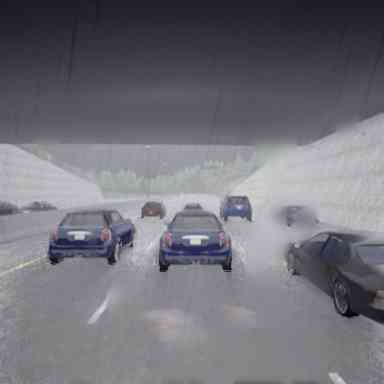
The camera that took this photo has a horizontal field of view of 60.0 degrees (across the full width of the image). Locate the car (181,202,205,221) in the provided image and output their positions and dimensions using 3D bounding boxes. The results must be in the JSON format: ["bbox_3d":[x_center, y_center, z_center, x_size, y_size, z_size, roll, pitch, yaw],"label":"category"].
[{"bbox_3d":[0.092,1.659,29.370,1.994,1.385,4.181,0,0,0],"label":"car"}]

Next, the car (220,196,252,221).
[{"bbox_3d":[3.594,1.312,27.874,2.150,2.045,5.566,0,0,0],"label":"car"}]

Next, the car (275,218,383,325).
[{"bbox_3d":[3.599,1.572,7.405,2.033,1.411,5.357,0,0,0],"label":"car"}]

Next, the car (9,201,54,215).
[{"bbox_3d":[-14.104,1.591,30.383,2.128,1.511,4.902,0,0,0],"label":"car"}]

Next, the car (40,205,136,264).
[{"bbox_3d":[-3.402,1.392,12.186,2.097,1.767,4.553,0,0,0],"label":"car"}]

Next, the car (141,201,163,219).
[{"bbox_3d":[-3.409,1.576,30.283,1.882,1.535,5.008,0,0,0],"label":"car"}]

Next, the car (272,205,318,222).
[{"bbox_3d":[7.097,1.623,23.266,2.033,1.411,5.357,0,0,0],"label":"car"}]

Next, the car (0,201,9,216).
[{"bbox_3d":[-17.603,1.589,29.974,2.128,1.511,4.902,0,0,0],"label":"car"}]

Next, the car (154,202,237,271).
[{"bbox_3d":[0.099,1.389,11.224,2.097,1.767,4.553,0,0,0],"label":"car"}]
